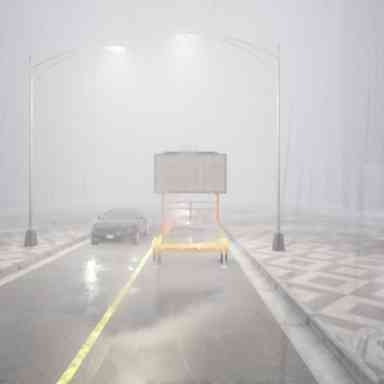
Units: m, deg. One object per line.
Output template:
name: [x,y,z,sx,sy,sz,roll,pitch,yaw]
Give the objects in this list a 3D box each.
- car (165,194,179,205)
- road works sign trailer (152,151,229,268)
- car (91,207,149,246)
car: [-3.354,1.160,56.495,2.150,2.045,5.566,0,0,0]
road works sign trailer: [-0.053,0.450,11.159,2.380,3.560,2.880,0,0,0]
car: [-3.175,1.458,15.400,1.882,1.535,5.008,0,0,0]
